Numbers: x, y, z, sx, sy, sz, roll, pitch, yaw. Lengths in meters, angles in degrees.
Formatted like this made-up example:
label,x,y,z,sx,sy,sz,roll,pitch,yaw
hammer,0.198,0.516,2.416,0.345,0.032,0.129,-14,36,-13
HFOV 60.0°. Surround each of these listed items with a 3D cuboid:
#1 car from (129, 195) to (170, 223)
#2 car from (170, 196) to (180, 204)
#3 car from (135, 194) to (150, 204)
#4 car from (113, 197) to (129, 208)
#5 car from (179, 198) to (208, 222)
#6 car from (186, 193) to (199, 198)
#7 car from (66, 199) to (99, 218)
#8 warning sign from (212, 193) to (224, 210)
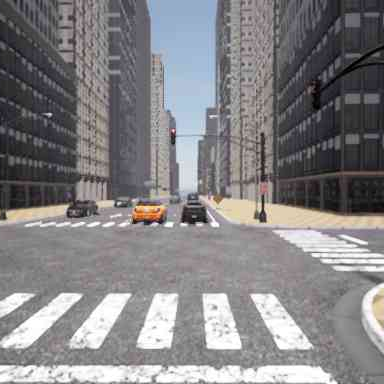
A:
label,x,y,z,sx,sy,sz,roll,pitch,yaw
car,-3.087,1.301,24.955,2.097,1.767,4.553,0,0,0
car,-3.095,1.429,60.192,2.128,1.511,4.902,0,0,0
car,-9.584,1.292,64.692,2.097,1.767,4.553,0,0,0
car,-9.717,1.425,46.862,2.128,1.511,4.902,0,0,0
car,0.165,1.453,25.746,1.837,1.490,4.892,0,0,0
car,0.157,1.160,60.630,2.150,2.045,5.566,0,0,0
car,-9.773,1.449,29.991,1.837,1.490,4.892,0,0,0
warning sign,2.950,1.051,37.993,1.300,1.860,1.060,0,0,0
